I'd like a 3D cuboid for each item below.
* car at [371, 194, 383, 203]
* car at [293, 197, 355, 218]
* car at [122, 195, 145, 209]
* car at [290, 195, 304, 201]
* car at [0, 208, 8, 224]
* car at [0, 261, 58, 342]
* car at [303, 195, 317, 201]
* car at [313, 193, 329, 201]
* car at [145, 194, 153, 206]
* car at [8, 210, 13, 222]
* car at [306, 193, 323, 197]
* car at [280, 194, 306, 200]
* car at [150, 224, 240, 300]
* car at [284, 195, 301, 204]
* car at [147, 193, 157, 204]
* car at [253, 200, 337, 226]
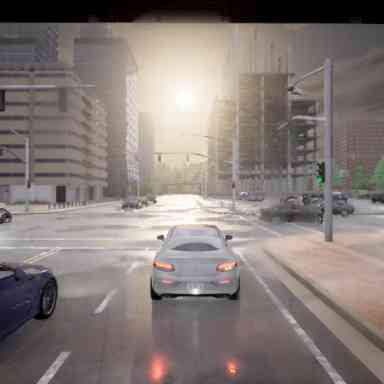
[{"bbox_3d":[35.474,1.153,61.921,1.932,1.855,4.605,0,0,0],"label":"car"},{"bbox_3d":[12.096,1.491,30.074,4.902,1.511,2.128,0,0,0],"label":"car"},{"bbox_3d":[-8.090,1.352,44.850,2.097,1.767,4.553,0,0,0],"label":"car"},{"bbox_3d":[24.272,1.395,76.878,1.970,1.475,3.806,0,0,0],"label":"car"},{"bbox_3d":[-13.803,1.492,19.162,4.902,1.511,2.128,0,0,-1],"label":"car"},{"bbox_3d":[-3.442,1.526,4.387,1.812,1.442,4.674,0,0,0],"label":"car"},{"bbox_3d":[27.167,1.364,76.892,1.784,1.438,3.905,0,0,0],"label":"car"},{"bbox_3d":[29.850,1.153,76.955,1.932,1.855,4.605,0,0,0],"label":"car"},{"bbox_3d":[-8.168,1.477,55.300,1.882,1.535,5.008,0,0,0],"label":"car"},{"bbox_3d":[-14.774,1.351,22.651,4.553,1.767,2.097,0,0,-1],"label":"car"},{"bbox_3d":[15.956,1.156,44.268,1.905,1.878,3.866,0,0,0],"label":"car"},{"bbox_3d":[13.061,1.153,44.309,1.932,1.855,4.605,0,0,0],"label":"car"},{"bbox_3d":[0.070,1.526,8.262,1.812,1.442,4.674,0,0,0],"label":"car"},{"bbox_3d":[18.577,1.395,61.749,1.970,1.475,3.806,0,0,0],"label":"car"},{"bbox_3d":[-8.207,1.221,65.881,2.150,2.045,5.566,0,0,-1],"label":"car"},{"bbox_3d":[6.992,1.505,22.891,4.892,1.490,1.837,0,0,0],"label":"car"}]
